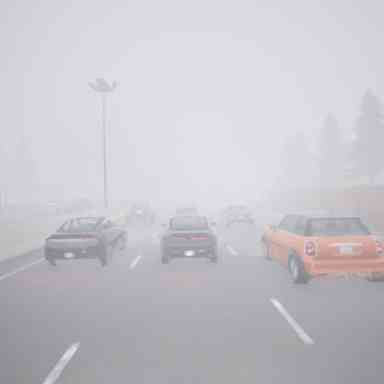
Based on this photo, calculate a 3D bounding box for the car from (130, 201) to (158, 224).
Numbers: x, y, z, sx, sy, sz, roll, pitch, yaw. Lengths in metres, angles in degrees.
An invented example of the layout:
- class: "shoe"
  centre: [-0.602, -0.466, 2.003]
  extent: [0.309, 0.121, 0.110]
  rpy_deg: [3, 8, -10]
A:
- class: "car"
  centre: [-3.941, 1.588, 26.848]
  extent: [2.097, 1.767, 4.553]
  rpy_deg: [-1, 0, -1]

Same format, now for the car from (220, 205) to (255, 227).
- class: "car"
  centre: [3.111, 1.604, 23.576]
  extent: [2.033, 1.411, 5.357]
  rpy_deg: [-1, 0, -1]

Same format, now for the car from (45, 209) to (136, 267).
- class: "car"
  centre: [-3.614, 1.641, 12.103]
  extent: [2.128, 1.511, 4.902]
  rpy_deg: [-1, 0, -1]

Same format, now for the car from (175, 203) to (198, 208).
- class: "car"
  centre: [-0.473, 1.645, 28.773]
  extent: [1.882, 1.535, 5.008]
  rpy_deg: [-1, 0, -1]

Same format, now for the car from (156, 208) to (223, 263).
- class: "car"
  centre: [-0.117, 1.576, 12.330]
  extent: [1.837, 1.490, 4.892]
  rpy_deg: [-1, 0, -1]

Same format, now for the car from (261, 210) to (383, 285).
- class: "car"
  centre: [3.419, 1.327, 9.564]
  extent: [2.097, 1.767, 4.553]
  rpy_deg: [-1, 0, -1]

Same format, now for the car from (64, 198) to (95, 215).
- class: "car"
  centre: [-14.819, 1.805, 44.129]
  extent: [2.150, 2.045, 5.566]
  rpy_deg: [-1, -1, 1]
